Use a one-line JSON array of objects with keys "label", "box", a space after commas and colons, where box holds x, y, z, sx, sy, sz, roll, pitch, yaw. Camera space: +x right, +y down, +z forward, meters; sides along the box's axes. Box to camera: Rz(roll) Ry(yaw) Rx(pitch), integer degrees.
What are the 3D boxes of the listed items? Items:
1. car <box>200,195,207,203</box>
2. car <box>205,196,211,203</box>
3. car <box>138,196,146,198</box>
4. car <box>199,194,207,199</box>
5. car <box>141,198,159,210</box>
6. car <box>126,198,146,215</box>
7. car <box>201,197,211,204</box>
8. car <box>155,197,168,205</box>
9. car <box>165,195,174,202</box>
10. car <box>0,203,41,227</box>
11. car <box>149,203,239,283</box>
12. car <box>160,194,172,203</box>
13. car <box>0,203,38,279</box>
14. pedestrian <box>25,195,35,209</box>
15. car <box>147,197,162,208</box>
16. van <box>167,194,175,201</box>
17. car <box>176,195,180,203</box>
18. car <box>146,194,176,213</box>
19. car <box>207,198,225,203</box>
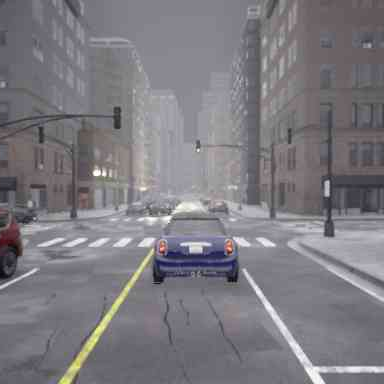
[{"label": "car", "box": [2.844, 1.622, 56.572, 1.887, 1.381, 4.507, -1, 0, 0]}, {"label": "car", "box": [2.845, 1.570, 40.052, 1.752, 1.417, 4.829, -1, 0, 0]}, {"label": "car", "box": [-5.683, 1.359, 39.856, 2.192, 1.841, 5.009, -1, 0, 0]}, {"label": "car", "box": [2.842, 1.530, 62.135, 1.967, 1.590, 4.097, -1, 0, 0]}, {"label": "car", "box": [-5.681, 1.599, 45.420, 1.887, 1.381, 4.507, -1, 0, 0]}, {"label": "car", "box": [-5.679, 1.617, 34.291, 1.802, 1.307, 4.206, -1, 0, 0]}, {"label": "car", "box": [2.842, 1.649, 67.699, 1.887, 1.381, 4.507, -1, 0, 0]}, {"label": "car", "box": [-5.682, 1.641, 62.114, 2.008, 1.369, 4.403, -1, 0, 0]}, {"label": "car", "box": [-5.685, 1.587, 84.375, 1.967, 1.590, 4.097, -1, 0, 0]}, {"label": "car", "box": [-13.193, 1.567, 22.823, 4.892, 1.490, 1.837, 0, 0, 1]}, {"label": "car", "box": [0.093, 1.359, 9.874, 2.097, 1.767, 4.553, 0, 0, 0]}, {"label": "car", "box": [-5.686, 1.434, 73.245, 2.192, 1.841, 5.009, -1, 0, 0]}, {"label": "car", "box": [-5.679, 1.320, 7.290, 2.192, 1.841, 5.009, -1, 0, 0]}, {"label": "pedestrian", "box": [-12.547, 1.168, 25.815, 0.375, 1.860, 0.375, 0, 1, 0]}, {"label": "car", "box": [-5.681, 1.590, 50.815, 1.752, 1.417, 4.829, -1, 0, 0]}, {"label": "van", "box": [-5.687, 1.500, 89.941, 1.690, 1.788, 3.998, -1, 0, 0]}, {"label": "car", "box": [-3.096, 1.541, 42.820, 2.128, 1.511, 4.902, 0, 0, 0]}, {"label": "car", "box": [-3.101, 1.387, 33.687, 2.097, 1.767, 4.553, 0, 0, 0]}, {"label": "car", "box": [2.846, 1.617, 34.319, 1.802, 1.307, 4.206, -1, 0, 0]}]
